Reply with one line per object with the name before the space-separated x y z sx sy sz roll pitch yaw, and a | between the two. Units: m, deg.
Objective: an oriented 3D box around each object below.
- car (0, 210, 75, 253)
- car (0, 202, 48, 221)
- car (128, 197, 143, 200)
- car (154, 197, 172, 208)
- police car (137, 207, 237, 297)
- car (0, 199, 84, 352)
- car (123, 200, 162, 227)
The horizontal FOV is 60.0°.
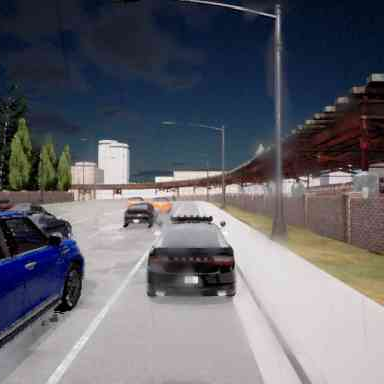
car | -6.796 1.570 14.422 1.994 1.385 4.181 0 0 0
car | -13.996 1.576 28.012 1.994 1.385 4.181 0 0 0
car | -6.798 1.369 40.998 2.097 1.767 4.553 0 0 0
car | -3.299 1.367 36.567 2.097 1.767 4.553 0 0 0
police car | -0.012 1.428 8.762 1.930 1.638 5.238 0 0 0
car | -3.296 1.224 4.541 2.150 2.045 5.566 0 0 0
car | -3.396 1.515 22.675 1.837 1.490 4.892 0 0 0
